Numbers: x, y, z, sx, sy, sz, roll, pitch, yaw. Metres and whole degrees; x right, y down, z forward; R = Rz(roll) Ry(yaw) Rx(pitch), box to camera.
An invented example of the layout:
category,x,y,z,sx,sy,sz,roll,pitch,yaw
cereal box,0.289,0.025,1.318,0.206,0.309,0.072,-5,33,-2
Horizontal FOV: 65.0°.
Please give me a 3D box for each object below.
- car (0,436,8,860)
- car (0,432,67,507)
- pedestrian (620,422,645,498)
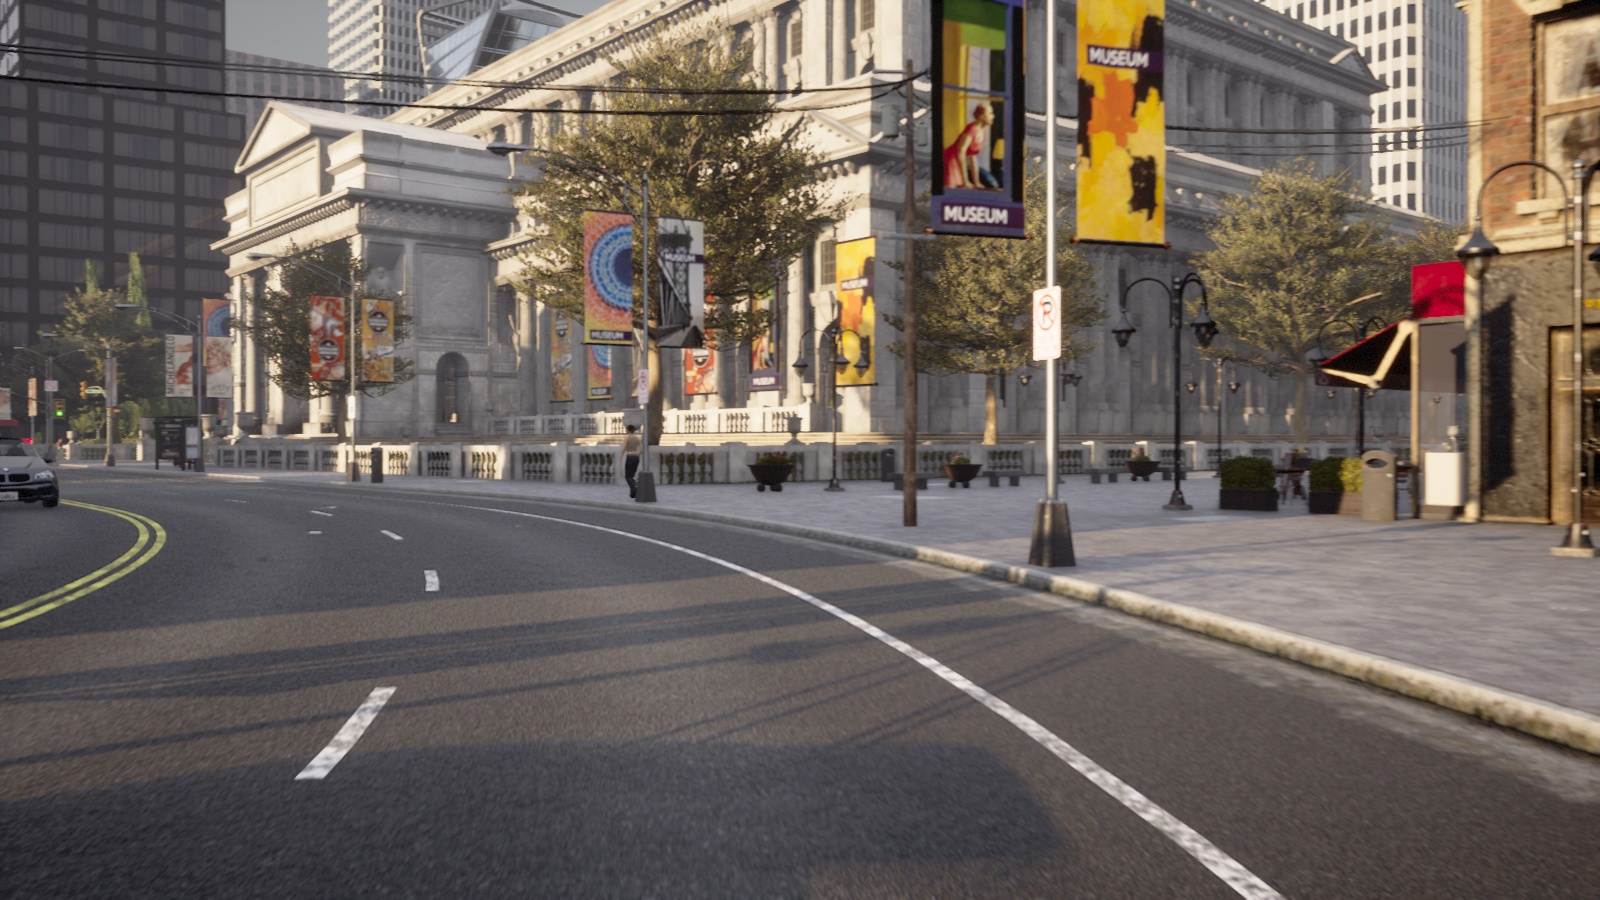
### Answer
category,x,y,z,sx,sy,sz,roll,pitch,yaw
car,-3.659,0.699,2.452,1.970,1.475,3.806,0,0,-3
car,-19.241,0.424,30.036,2.242,1.667,4.611,0,0,-39
pedestrian,-4.086,0.231,30.660,0.345,1.836,0.594,0,0,-37
